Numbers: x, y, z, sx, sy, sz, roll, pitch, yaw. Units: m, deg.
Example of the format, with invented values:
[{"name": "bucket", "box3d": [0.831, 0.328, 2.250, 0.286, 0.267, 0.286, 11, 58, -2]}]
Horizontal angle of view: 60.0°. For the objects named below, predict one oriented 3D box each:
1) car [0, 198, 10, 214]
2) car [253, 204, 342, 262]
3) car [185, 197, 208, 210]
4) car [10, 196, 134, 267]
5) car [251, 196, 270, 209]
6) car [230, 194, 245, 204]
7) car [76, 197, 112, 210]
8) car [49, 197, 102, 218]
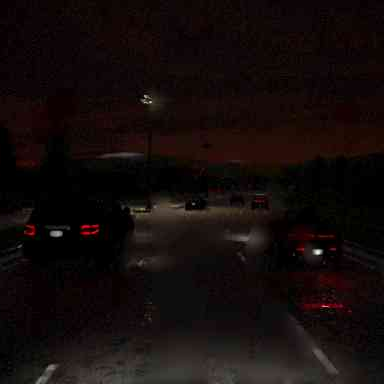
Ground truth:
[{"name": "car", "box3d": [-17.078, 1.279, 28.614, 1.882, 1.535, 5.008, 0, 1, 14]}, {"name": "car", "box3d": [3.567, 1.395, 11.676, 1.837, 1.490, 4.892, 0, 0, 2]}, {"name": "car", "box3d": [0.581, 1.242, 37.667, 1.994, 1.385, 4.181, 0, 0, 12]}, {"name": "car", "box3d": [-3.452, 1.134, 11.189, 2.150, 2.045, 5.566, 0, 0, 0]}, {"name": "car", "box3d": [7.723, 1.150, 37.638, 2.128, 1.511, 4.902, 0, 0, 12]}, {"name": "car", "box3d": [6.981, 1.026, 50.976, 1.882, 1.535, 5.008, 0, 0, 12]}, {"name": "car", "box3d": [-11.232, 1.303, 38.474, 1.895, 1.301, 4.718, 0, 0, 12]}, {"name": "car", "box3d": [-9.869, 1.260, 28.584, 1.882, 1.535, 5.008, 0, 1, 14]}]
